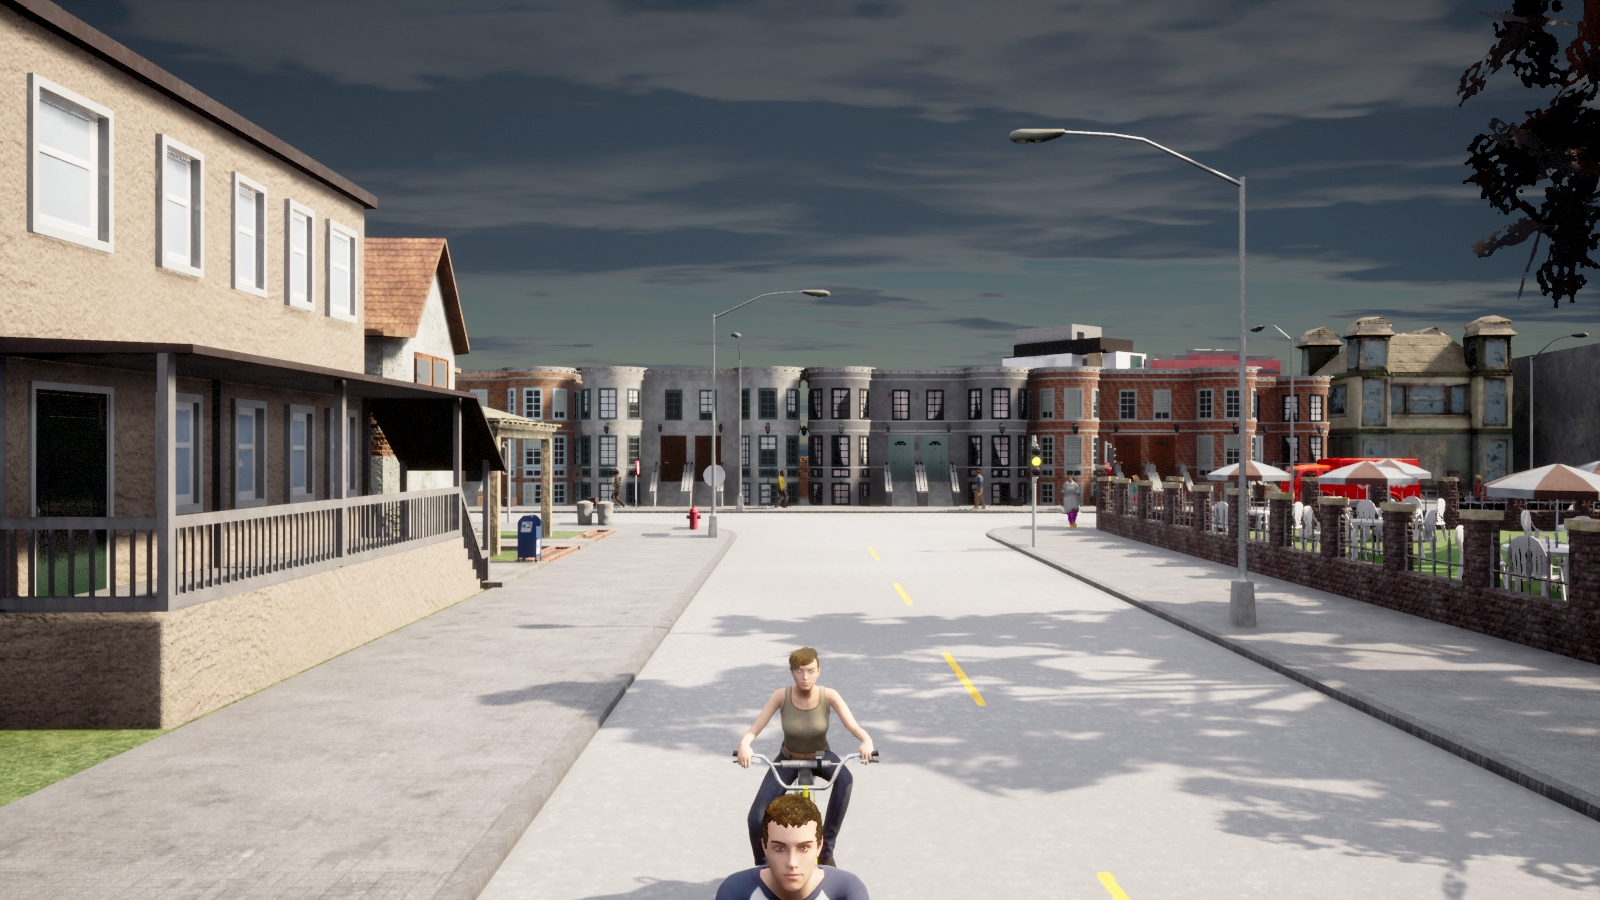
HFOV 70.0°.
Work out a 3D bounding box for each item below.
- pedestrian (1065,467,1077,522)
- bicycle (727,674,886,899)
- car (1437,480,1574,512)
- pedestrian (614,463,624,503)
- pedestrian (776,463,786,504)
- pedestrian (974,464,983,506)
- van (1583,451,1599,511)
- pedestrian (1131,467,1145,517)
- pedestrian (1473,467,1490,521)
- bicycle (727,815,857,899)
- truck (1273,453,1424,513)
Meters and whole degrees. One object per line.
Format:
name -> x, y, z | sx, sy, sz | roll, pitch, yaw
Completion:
pedestrian -> 9.268, 1.531, 39.113 | 0.375, 1.860, 0.375 | 0, 0, 15
bicycle -> 0.033, 2.040, 6.906 | 0.859, 1.080, 1.487 | 0, 0, 0
car -> 30.125, 1.955, 48.889 | 4.718, 1.301, 1.895 | 0, 0, 0
pedestrian -> -8.431, 1.546, 53.177 | 0.375, 1.860, 0.375 | 0, 0, 0
pedestrian -> -0.872, 1.546, 52.221 | 0.375, 1.860, 0.375 | 0, 0, 9
pedestrian -> 7.968, 1.547, 51.055 | 0.375, 1.860, 0.375 | 0, 0, 9
van -> 37.194, 1.334, 48.909 | 5.915, 2.561, 1.988 | 0, 0, 1
pedestrian -> 12.711, 1.572, 42.998 | 0.375, 1.860, 0.375 | 0, 0, 39
pedestrian -> 23.923, 1.542, 40.088 | 0.375, 1.860, 0.375 | 0, 0, 0
bicycle -> -0.022, 1.938, 3.212 | 0.373, 1.296, 1.643 | 0, 0, 0
truck -> 23.374, 1.365, 48.875 | 5.204, 2.467, 2.627 | 0, 0, 0
